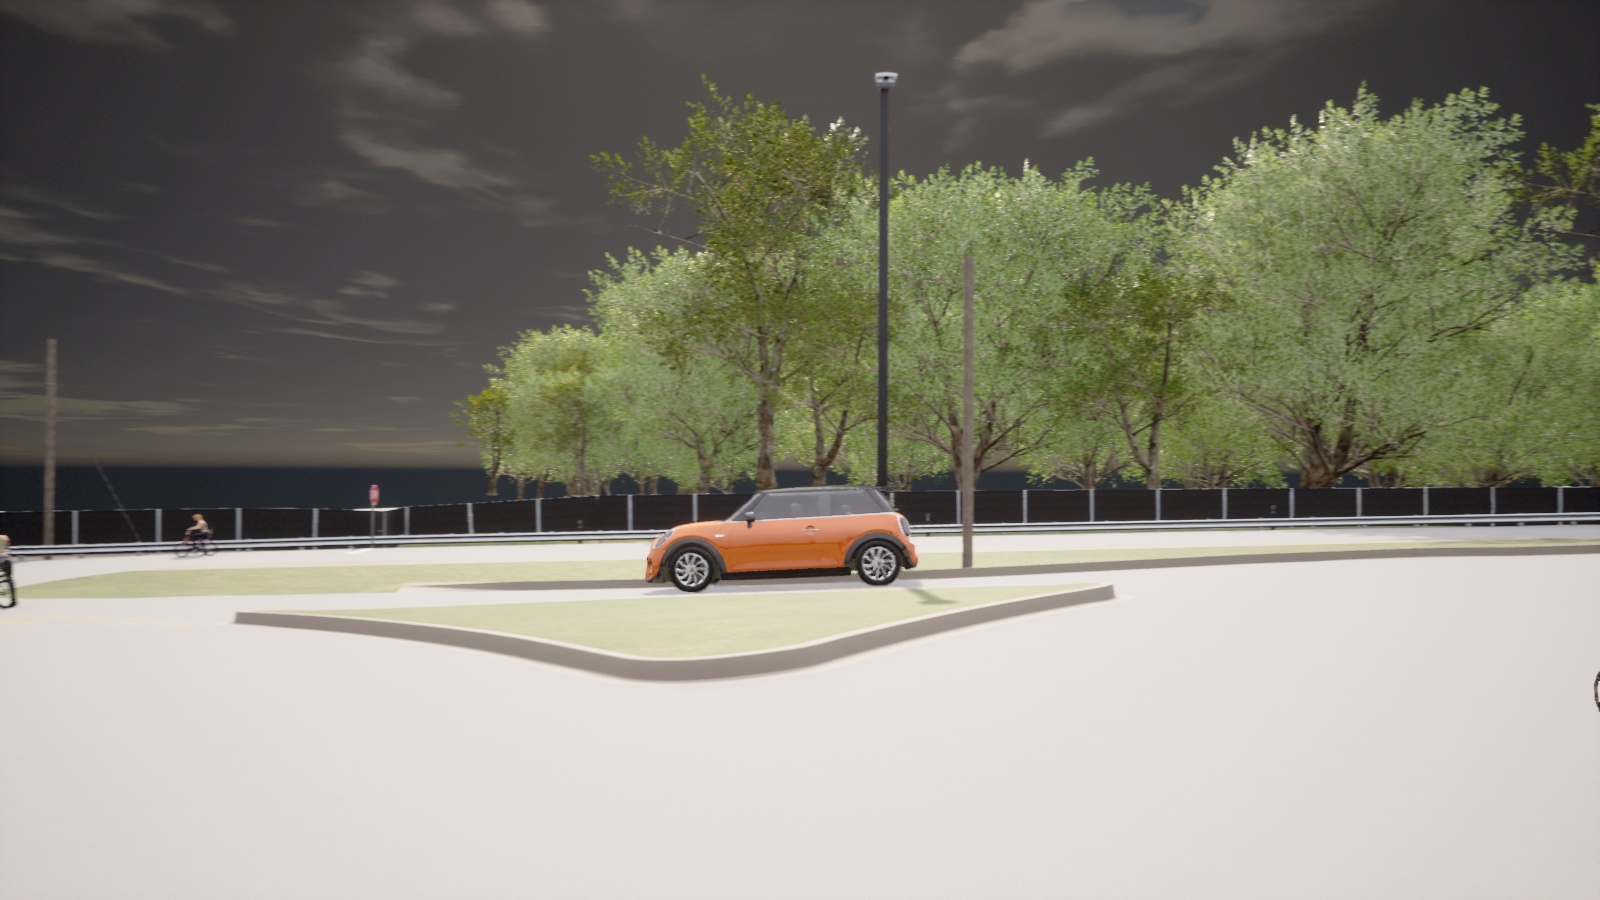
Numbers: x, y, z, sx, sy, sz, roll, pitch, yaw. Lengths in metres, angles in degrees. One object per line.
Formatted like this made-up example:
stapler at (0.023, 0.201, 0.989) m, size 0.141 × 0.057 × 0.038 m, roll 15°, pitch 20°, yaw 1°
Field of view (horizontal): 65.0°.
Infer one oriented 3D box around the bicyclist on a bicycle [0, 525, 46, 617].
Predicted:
bicyclist on a bicycle at (-14.811, 2.234, 23.131) m, size 1.509 × 1.612 × 0.866 m, roll -4°, pitch -3°, yaw 26°

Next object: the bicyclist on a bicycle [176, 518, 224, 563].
bicyclist on a bicycle at (-22.727, 3.414, 47.593) m, size 1.509 × 1.612 × 0.866 m, roll -2°, pitch -1°, yaw -18°

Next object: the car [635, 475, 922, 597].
car at (-0.300, 1.436, 21.228) m, size 4.553 × 1.767 × 2.097 m, roll -3°, pitch -3°, yaw 3°
